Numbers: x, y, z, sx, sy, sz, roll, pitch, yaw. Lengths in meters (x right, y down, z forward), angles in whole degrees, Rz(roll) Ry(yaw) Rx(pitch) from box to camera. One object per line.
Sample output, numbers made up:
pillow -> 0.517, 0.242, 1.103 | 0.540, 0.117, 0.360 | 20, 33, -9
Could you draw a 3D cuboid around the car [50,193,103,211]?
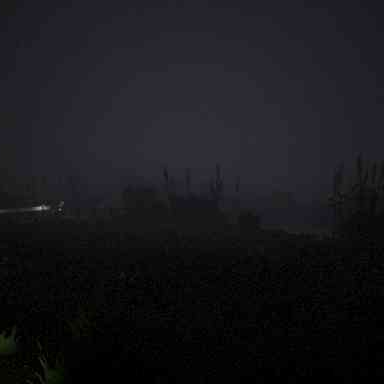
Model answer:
car -> -10.527, 0.961, 30.377 | 2.097, 1.767, 4.553 | 0, 3, 40
